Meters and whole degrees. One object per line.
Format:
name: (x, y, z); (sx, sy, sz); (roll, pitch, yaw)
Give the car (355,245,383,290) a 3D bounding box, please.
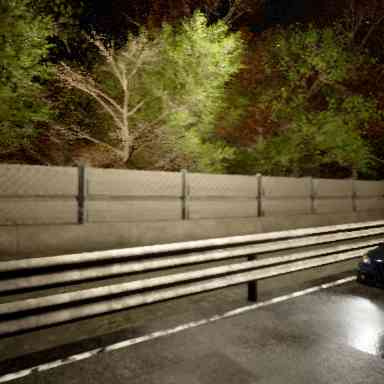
car: (5.662, 1.508, 7.704); (4.181, 1.385, 1.994); (0, 0, -35)
